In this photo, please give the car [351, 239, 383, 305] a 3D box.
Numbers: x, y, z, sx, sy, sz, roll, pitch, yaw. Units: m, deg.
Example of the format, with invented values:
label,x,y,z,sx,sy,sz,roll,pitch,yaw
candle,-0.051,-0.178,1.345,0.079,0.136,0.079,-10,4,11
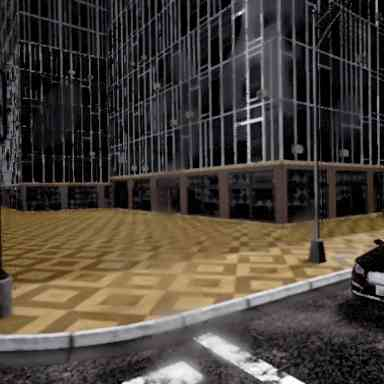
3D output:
label,x,y,z,sx,sy,sz,roll,pitch,yaw
car,5.347,1.442,7.180,4.902,1.511,2.128,-1,0,-36
